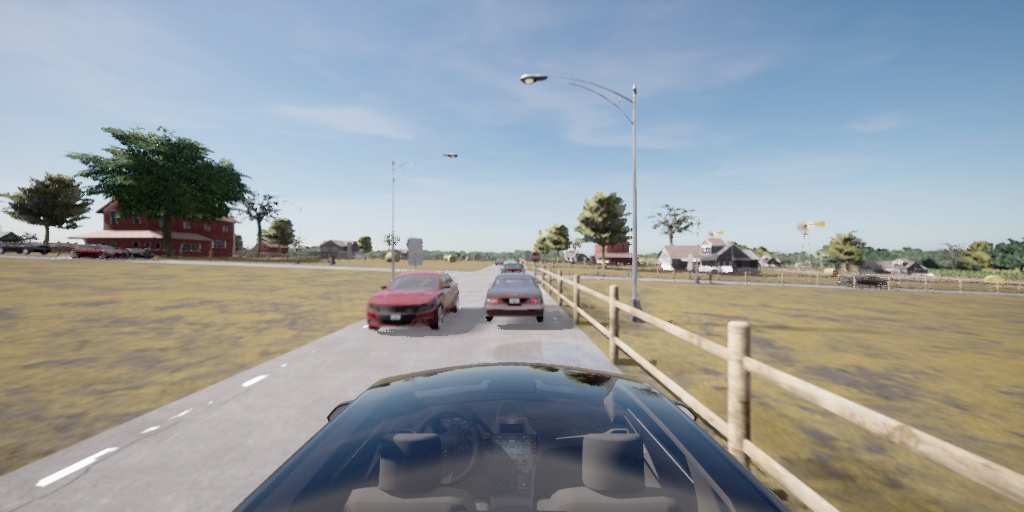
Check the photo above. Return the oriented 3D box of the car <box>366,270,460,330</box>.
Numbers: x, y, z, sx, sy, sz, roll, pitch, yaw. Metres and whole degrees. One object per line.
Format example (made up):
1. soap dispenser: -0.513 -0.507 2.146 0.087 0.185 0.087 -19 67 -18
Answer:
1. car: -2.843 1.223 11.255 1.882 1.535 5.008 0 0 0

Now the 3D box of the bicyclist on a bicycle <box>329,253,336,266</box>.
1. bicyclist on a bicycle: -22.609 0.437 45.221 0.582 1.620 1.656 2 0 0

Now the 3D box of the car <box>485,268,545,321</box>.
1. car: 0.084 1.292 12.432 2.033 1.411 5.357 0 0 0

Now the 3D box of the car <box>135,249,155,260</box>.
1. car: -45.113 -0.240 42.091 4.718 1.301 1.895 2 0 0

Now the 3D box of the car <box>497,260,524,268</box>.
1. car: 0.122 1.260 26.741 1.837 1.490 4.892 0 -1 2

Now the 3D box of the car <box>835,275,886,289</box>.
1. car: 40.985 2.982 42.213 4.892 1.490 1.837 3 0 0

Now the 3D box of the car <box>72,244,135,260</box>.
1. car: -44.941 -0.489 39.257 4.553 1.767 2.097 2 0 0
